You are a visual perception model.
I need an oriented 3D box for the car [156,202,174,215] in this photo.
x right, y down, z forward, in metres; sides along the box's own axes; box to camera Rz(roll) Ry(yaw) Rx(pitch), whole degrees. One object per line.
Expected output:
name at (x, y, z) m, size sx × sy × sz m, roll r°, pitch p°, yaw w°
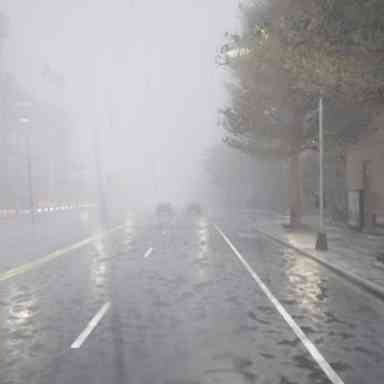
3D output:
car at (-3.320, 1.969, 40.745) m, size 1.837 × 1.490 × 4.892 m, roll 0°, pitch 0°, yaw 0°

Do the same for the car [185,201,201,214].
car at (0.182, 1.995, 43.022) m, size 1.837 × 1.490 × 4.892 m, roll 0°, pitch 0°, yaw 0°
